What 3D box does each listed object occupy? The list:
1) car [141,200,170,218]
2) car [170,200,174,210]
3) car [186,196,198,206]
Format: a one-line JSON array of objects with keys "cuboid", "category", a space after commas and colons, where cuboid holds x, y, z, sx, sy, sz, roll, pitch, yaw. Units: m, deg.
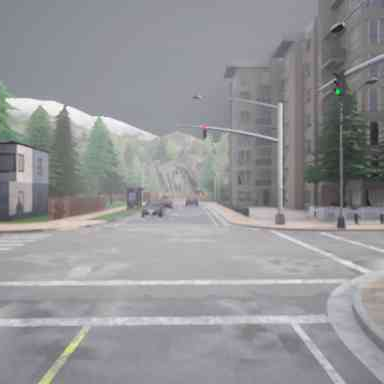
[{"cuboid": [-3.594, 1.562, 31.439, 2.128, 1.511, 4.902, 0, 0, 0], "category": "car"}, {"cuboid": [-3.581, 1.702, 45.535, 1.895, 1.301, 4.718, 0, 0, 0], "category": "car"}, {"cuboid": [-0.004, 1.477, 55.840, 2.097, 1.767, 4.553, 0, 0, 0], "category": "car"}]
